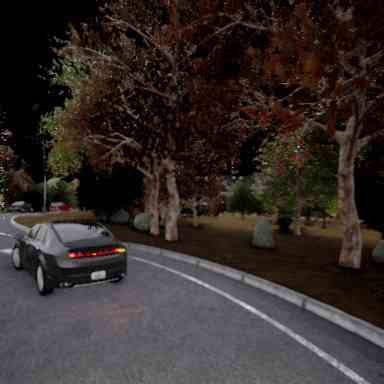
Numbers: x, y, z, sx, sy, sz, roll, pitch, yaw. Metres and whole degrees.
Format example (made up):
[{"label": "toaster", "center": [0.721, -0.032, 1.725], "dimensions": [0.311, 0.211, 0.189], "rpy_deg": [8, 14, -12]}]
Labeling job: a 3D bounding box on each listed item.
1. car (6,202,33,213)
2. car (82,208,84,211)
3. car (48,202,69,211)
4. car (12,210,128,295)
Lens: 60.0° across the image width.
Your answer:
[{"label": "car", "center": [-22.991, 2.053, 44.656], "dimensions": [1.837, 1.490, 4.892], "rpy_deg": [0, -3, -4]}, {"label": "car", "center": [-21.170, 3.707, 68.198], "dimensions": [1.882, 1.535, 5.008], "rpy_deg": [0, -4, -4]}, {"label": "car", "center": [-24.117, 2.894, 60.397], "dimensions": [2.150, 2.045, 5.566], "rpy_deg": [0, -4, -4]}, {"label": "car", "center": [-3.371, 1.469, 8.812], "dimensions": [1.837, 1.490, 4.892], "rpy_deg": [-1, 0, -37]}]
